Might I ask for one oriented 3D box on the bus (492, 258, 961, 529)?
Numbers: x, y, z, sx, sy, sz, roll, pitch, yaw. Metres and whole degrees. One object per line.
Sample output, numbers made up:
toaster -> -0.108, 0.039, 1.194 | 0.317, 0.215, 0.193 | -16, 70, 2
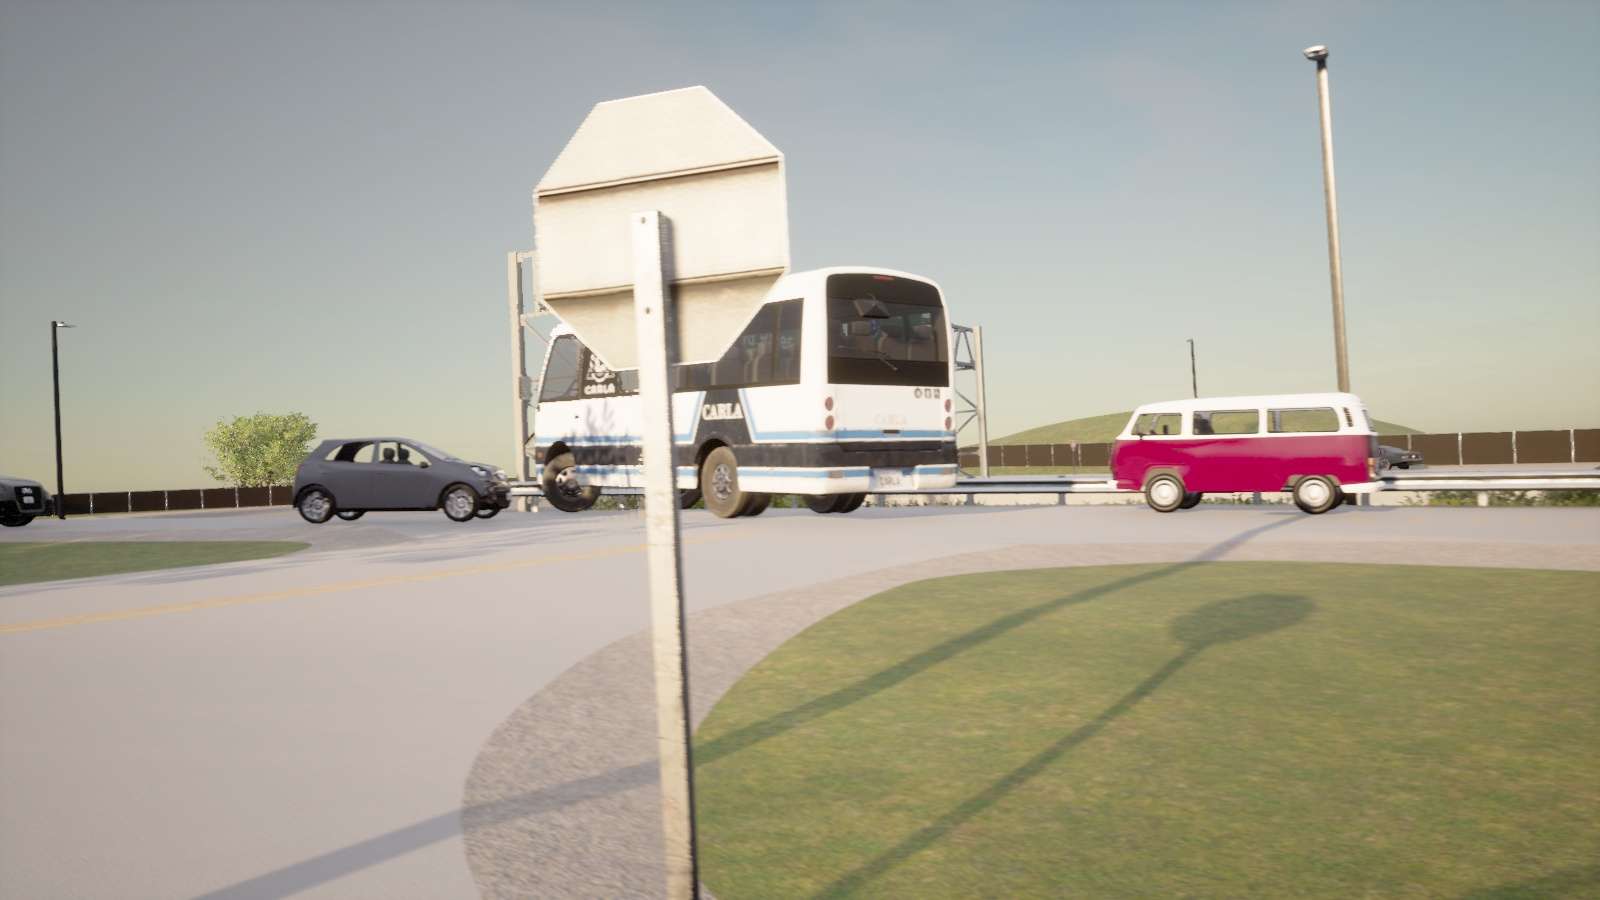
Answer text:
bus -> -1.974, -0.850, 24.945 | 3.944, 4.253, 10.273 | -2, 0, -39

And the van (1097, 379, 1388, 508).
van -> 7.765, -0.072, 22.097 | 4.480, 2.038, 2.069 | -2, 0, 29

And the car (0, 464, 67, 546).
car -> -15.652, 1.023, 22.208 | 4.181, 1.385, 1.994 | -2, -1, -2

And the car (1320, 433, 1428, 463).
car -> 32.604, -0.097, 71.485 | 2.033, 1.411, 5.357 | -3, 0, -30

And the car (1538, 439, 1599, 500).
car -> 22.074, 0.423, 32.971 | 4.514, 1.525, 2.007 | -4, -1, 33

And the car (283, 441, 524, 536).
car -> -6.939, 0.679, 22.227 | 3.633, 1.501, 1.845 | -2, -1, 2
